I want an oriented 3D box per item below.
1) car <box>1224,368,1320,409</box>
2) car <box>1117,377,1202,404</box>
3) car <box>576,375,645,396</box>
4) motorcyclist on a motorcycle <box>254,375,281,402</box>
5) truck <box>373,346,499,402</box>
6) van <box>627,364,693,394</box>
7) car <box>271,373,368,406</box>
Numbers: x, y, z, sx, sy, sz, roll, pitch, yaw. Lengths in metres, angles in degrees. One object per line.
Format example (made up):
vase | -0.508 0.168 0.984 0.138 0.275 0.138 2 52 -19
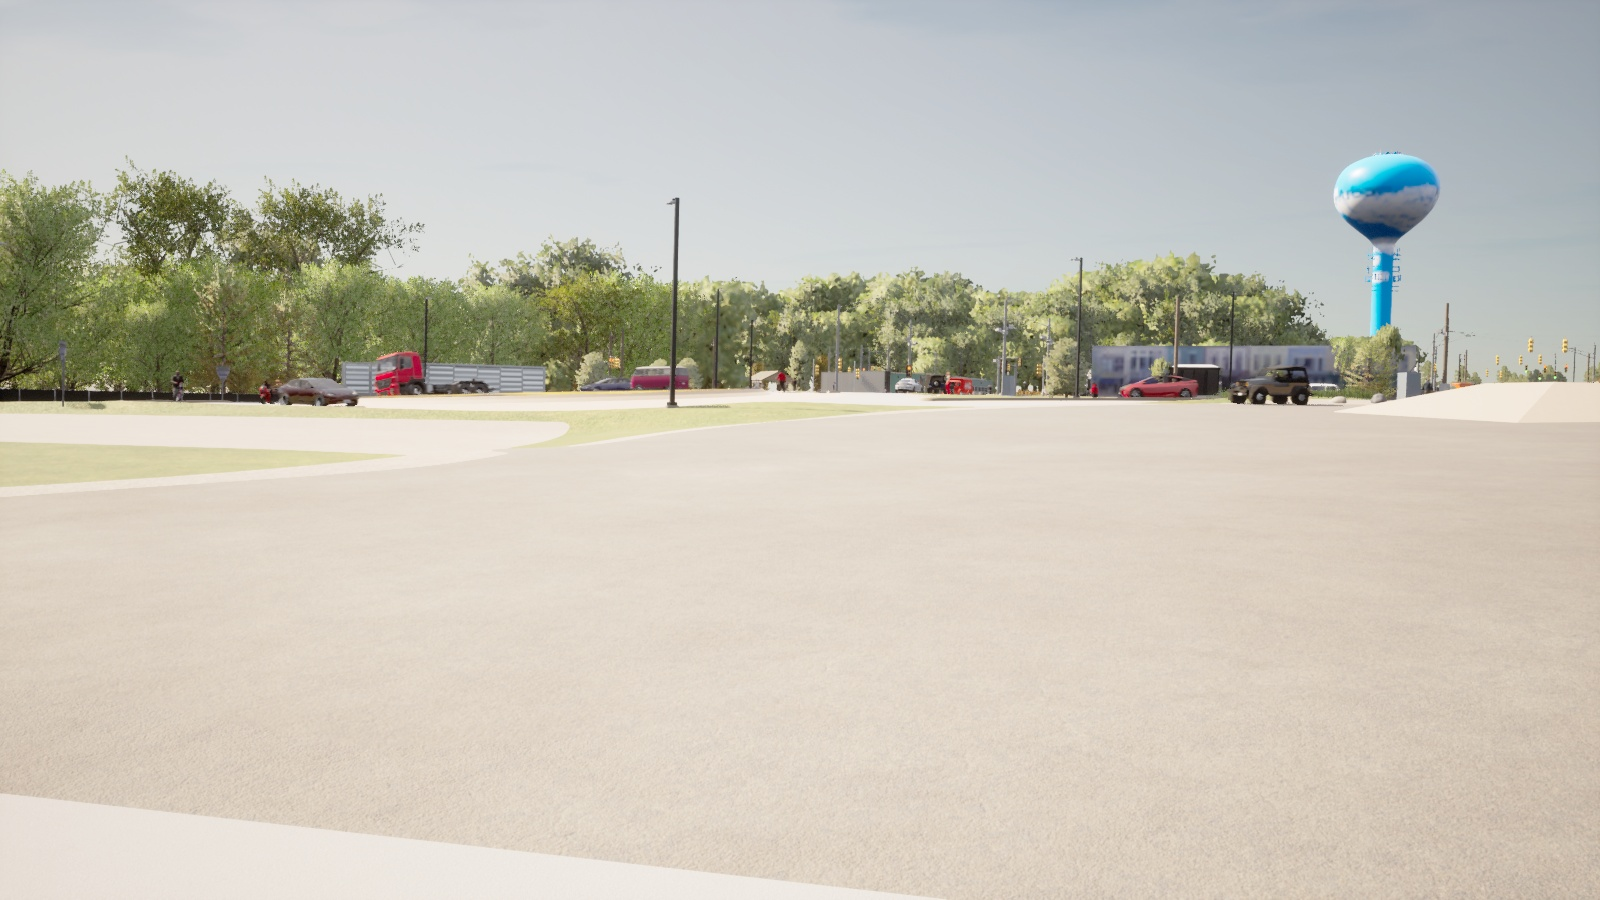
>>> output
car | 22.669 -2.953 60.359 3.866 1.878 1.905 0 4 -15
car | 21.252 -3.533 74.417 4.514 1.525 2.007 1 1 7
car | -14.548 -4.969 96.637 4.792 1.488 2.163 -1 2 -30
motorcyclist on a motorcycle | -31.555 -3.649 74.448 0.797 1.523 2.044 -1 3 -4
truck | -25.510 -5.309 88.359 2.891 3.462 7.936 -6 -2 43
van | -10.087 -5.090 90.468 4.442 1.987 1.775 1 1 28
car | -24.049 -3.056 62.831 4.792 1.488 2.163 3 6 36
